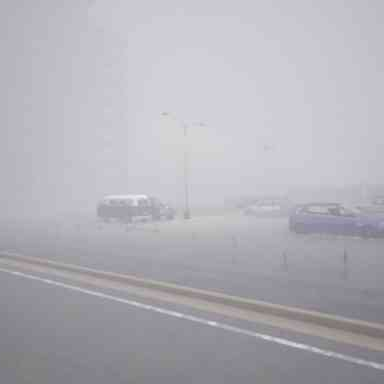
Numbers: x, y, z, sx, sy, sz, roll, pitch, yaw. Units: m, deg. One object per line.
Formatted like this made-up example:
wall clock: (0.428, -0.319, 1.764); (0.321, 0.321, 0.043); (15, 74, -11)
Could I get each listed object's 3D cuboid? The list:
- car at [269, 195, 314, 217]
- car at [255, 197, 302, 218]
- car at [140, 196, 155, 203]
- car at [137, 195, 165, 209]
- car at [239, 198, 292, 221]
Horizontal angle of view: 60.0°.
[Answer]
car: (9.895, 1.288, 35.014); (4.605, 1.855, 1.932); (-1, 0, 36)
car: (8.374, 1.498, 32.803); (3.905, 1.438, 1.784); (-1, 0, 36)
car: (-11.602, 1.939, 86.818); (1.851, 1.617, 3.988); (-1, 0, 36)
car: (-8.059, 1.783, 65.573); (2.097, 1.767, 4.553); (-1, 0, 36)
car: (6.685, 1.530, 30.451); (3.806, 1.475, 1.970); (-1, 0, 36)
